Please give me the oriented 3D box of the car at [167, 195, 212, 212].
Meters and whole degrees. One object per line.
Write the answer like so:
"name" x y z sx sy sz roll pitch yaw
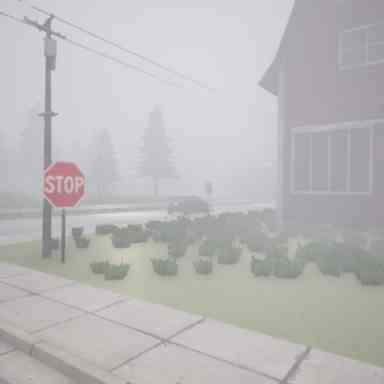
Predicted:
"car" -0.120 1.084 29.394 2.097 1.767 4.553 1 1 36
